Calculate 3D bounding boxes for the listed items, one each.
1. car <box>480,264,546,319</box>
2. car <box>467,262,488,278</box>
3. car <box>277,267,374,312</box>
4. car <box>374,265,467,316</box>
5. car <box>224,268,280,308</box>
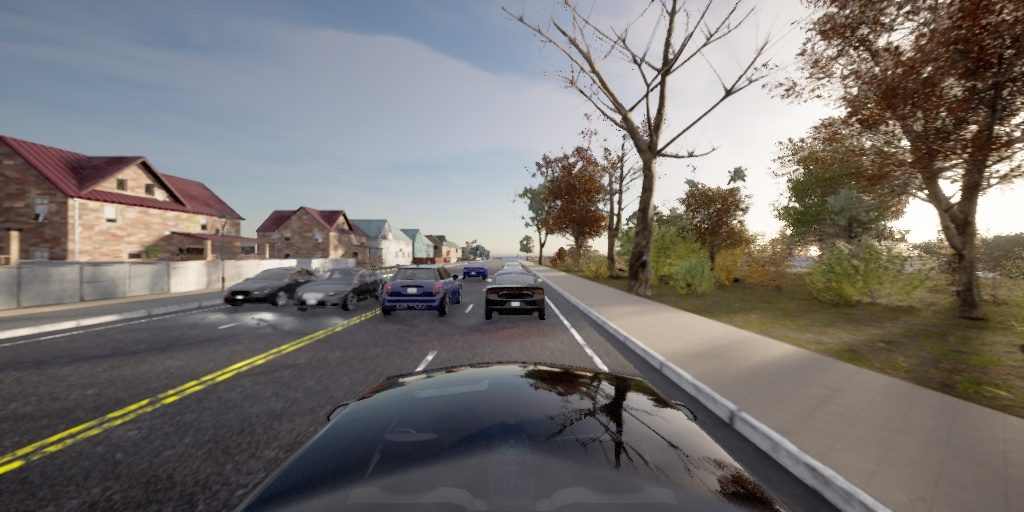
[{"bbox_3d":[0.102,1.229,12.803,1.882,1.535,5.008,0,0,0],"label":"car"},{"bbox_3d":[-3.148,1.240,31.647,1.882,1.535,5.008,0,0,0],"label":"car"},{"bbox_3d":[-6.594,1.244,14.270,2.128,1.511,4.902,0,0,0],"label":"car"},{"bbox_3d":[-3.149,1.104,13.420,2.097,1.767,4.553,0,0,0],"label":"car"},{"bbox_3d":[-9.843,1.258,15.394,1.837,1.490,4.892,0,0,0],"label":"car"}]
